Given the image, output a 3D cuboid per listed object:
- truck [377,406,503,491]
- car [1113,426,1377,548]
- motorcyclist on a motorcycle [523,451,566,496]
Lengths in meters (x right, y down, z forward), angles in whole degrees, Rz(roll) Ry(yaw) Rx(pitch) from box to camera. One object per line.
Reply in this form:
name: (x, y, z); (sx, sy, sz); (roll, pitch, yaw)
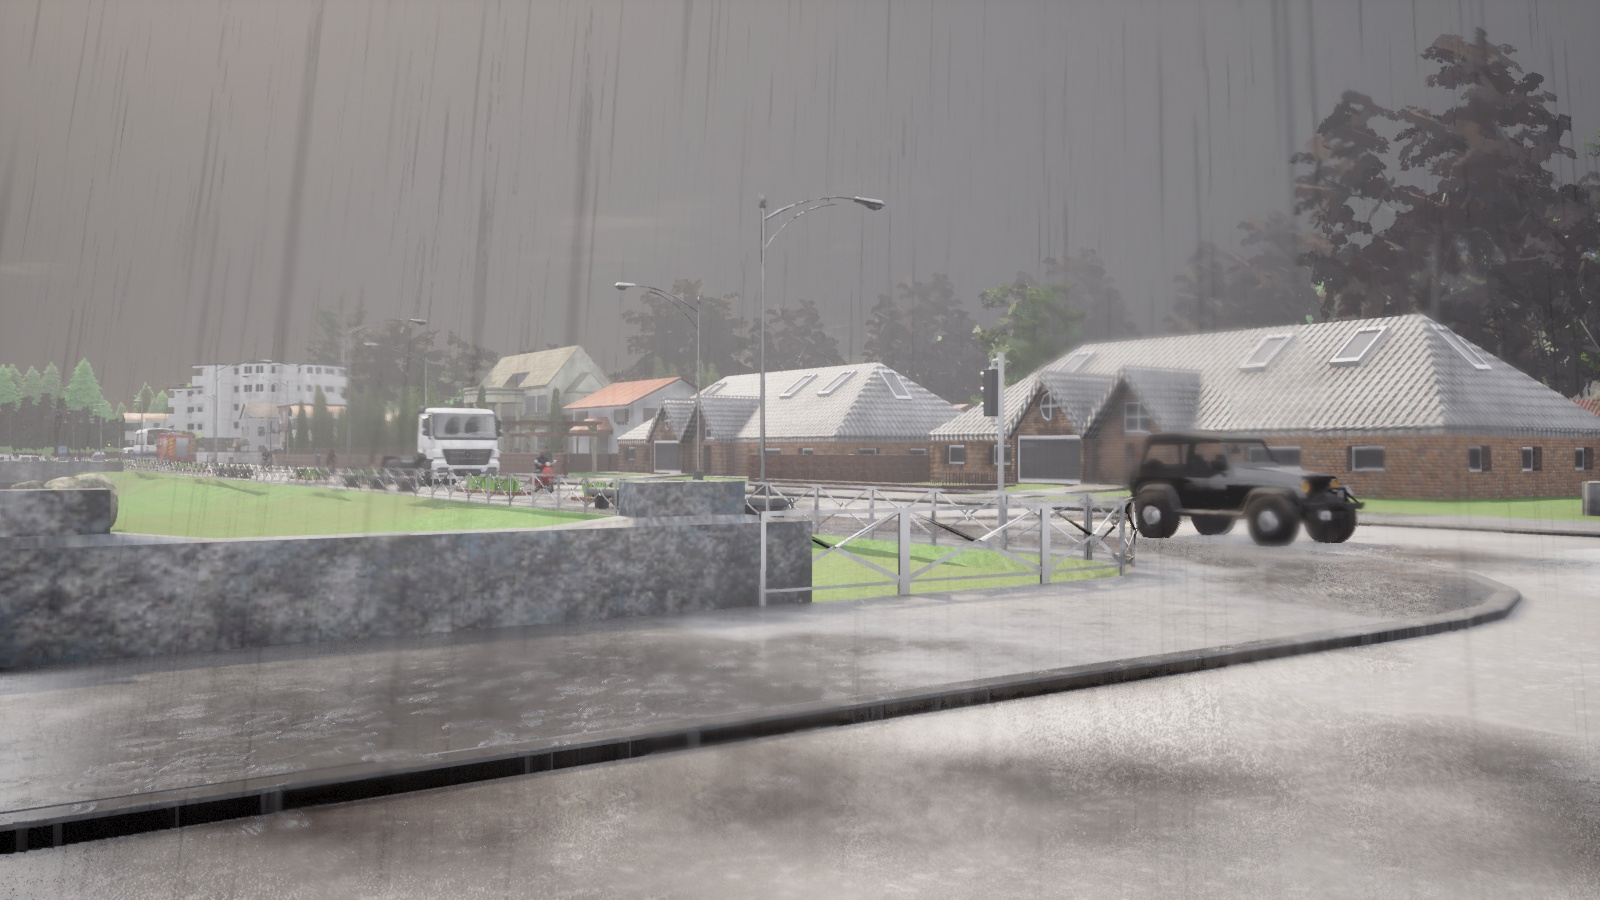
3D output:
truck: (-15.946, -0.068, 55.208); (2.891, 3.462, 7.936); (0, 0, -35)
car: (7.516, 0.577, 21.510); (1.905, 1.878, 3.866); (0, 0, -35)
motorcyclist on a motorcycle: (-9.308, 0.830, 45.674); (0.866, 1.590, 1.817); (0, 0, -35)
